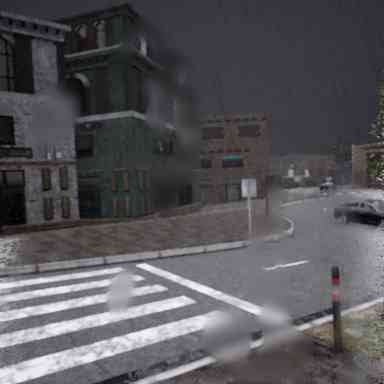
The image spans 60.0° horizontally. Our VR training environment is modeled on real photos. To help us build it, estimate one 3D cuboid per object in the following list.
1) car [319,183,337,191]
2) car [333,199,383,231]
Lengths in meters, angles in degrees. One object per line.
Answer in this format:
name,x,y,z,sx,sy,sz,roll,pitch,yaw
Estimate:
car,24.300,-0.942,59.657,1.882,1.535,5.008,-3,1,5
car,9.899,1.174,18.066,2.128,1.511,4.902,-3,2,-19
